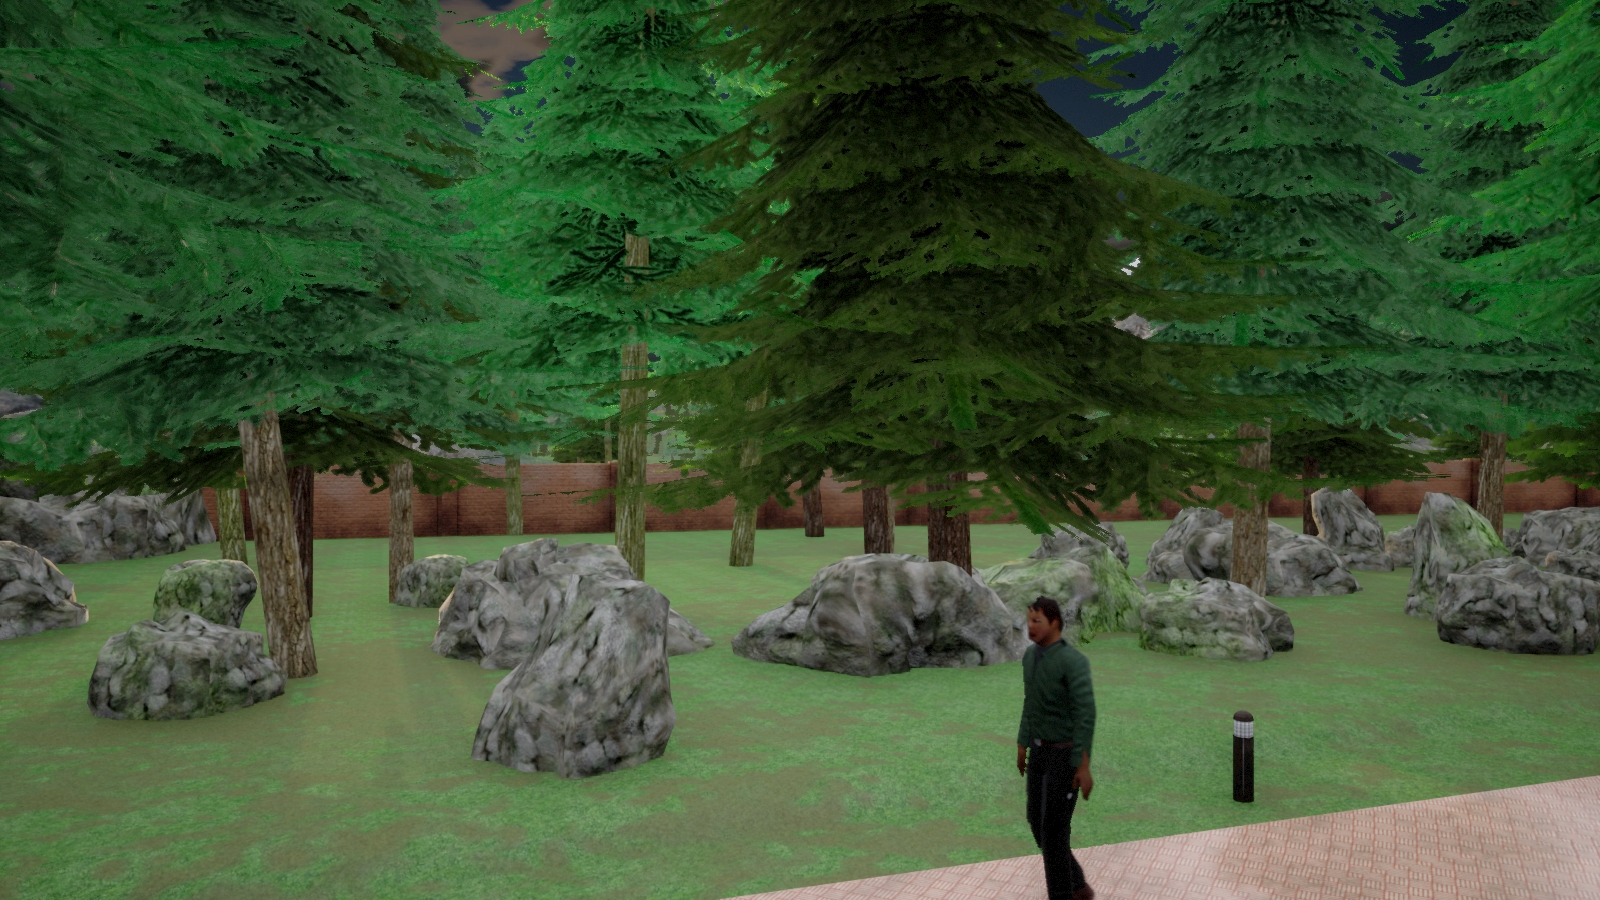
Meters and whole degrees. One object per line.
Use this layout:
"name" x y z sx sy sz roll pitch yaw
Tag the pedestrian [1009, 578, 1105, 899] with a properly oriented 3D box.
"pedestrian" 1.415 1.667 6.315 0.375 1.860 0.375 0 0 -20
